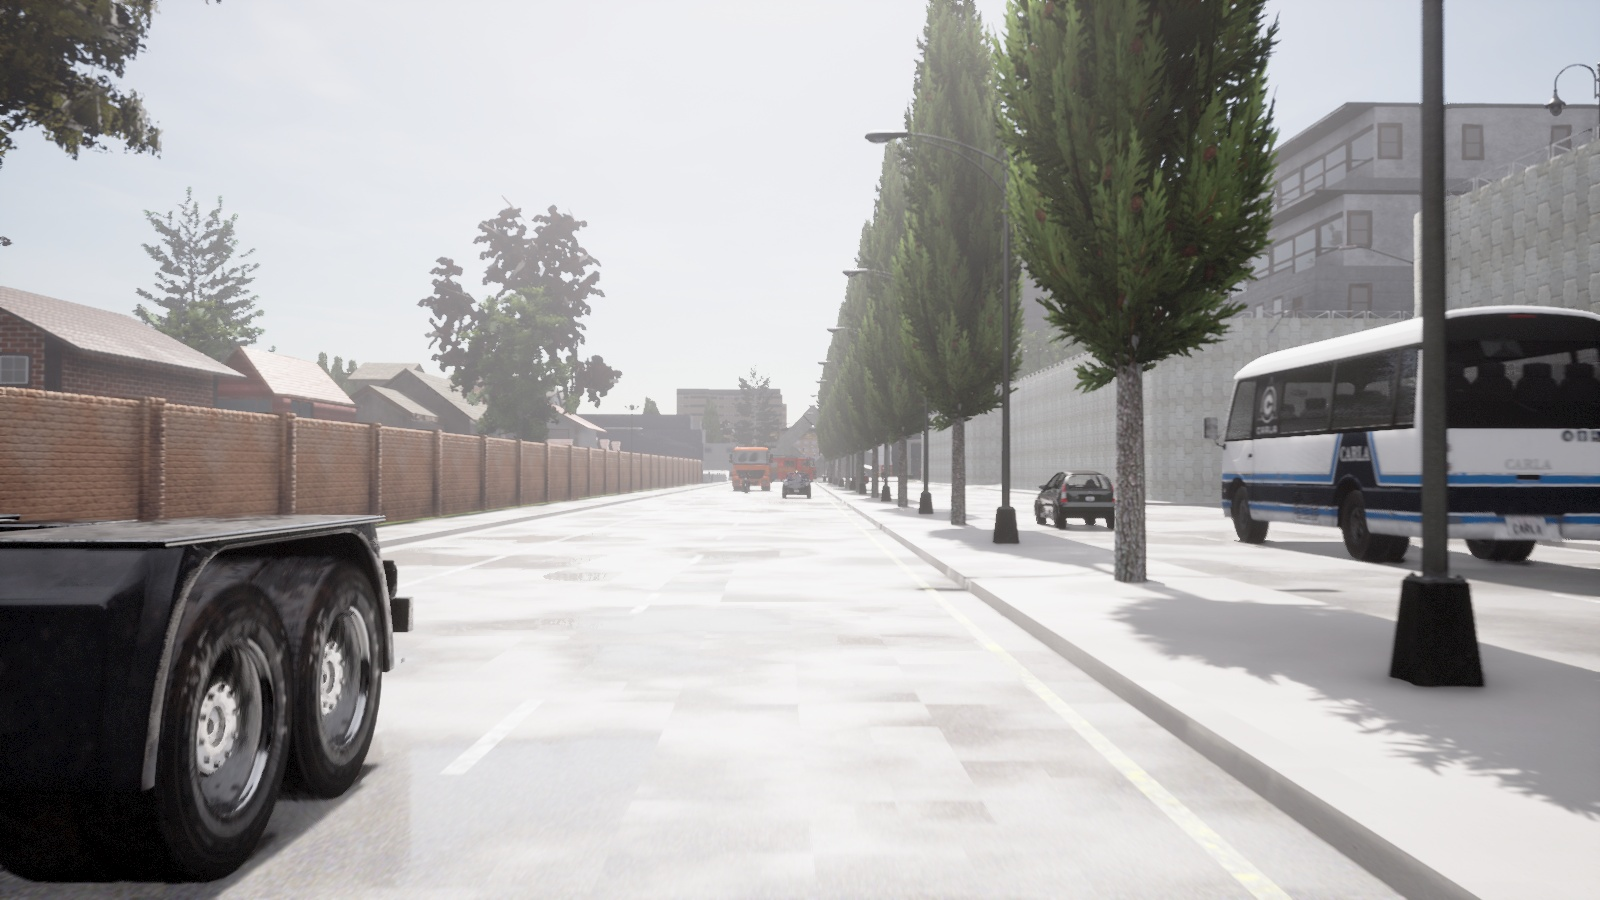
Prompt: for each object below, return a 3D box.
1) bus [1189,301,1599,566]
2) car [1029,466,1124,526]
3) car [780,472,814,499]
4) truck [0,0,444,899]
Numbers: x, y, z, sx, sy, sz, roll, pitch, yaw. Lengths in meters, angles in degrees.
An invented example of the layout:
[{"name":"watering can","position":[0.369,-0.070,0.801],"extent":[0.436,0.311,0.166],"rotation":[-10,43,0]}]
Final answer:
[{"name":"bus","position":[11.433,-0.184,25.306],"extent":[3.944,4.253,10.273],"rotation":[0,-1,0]},{"name":"car","position":[7.912,1.288,36.266],"extent":[1.851,1.617,3.988],"rotation":[0,-1,0]},{"name":"car","position":[-0.174,2.032,71.819],"extent":[1.845,1.501,3.633],"rotation":[0,-1,0]},{"name":"truck","position":[-3.512,-0.097,3.347],"extent":[2.891,3.462,7.936],"rotation":[0,-1,0]}]
